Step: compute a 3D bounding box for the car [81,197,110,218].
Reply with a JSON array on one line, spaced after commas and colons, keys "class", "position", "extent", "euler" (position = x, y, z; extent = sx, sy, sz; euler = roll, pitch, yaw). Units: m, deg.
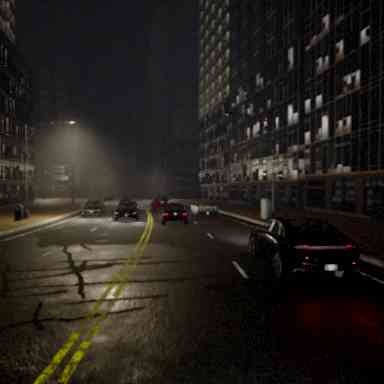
[{"class": "car", "position": [-8.961, 1.488, 30.650], "extent": [1.837, 1.490, 4.892], "euler": [0, 0, -8]}]

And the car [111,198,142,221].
[{"class": "car", "position": [-5.154, 1.482, 26.762], "extent": [1.837, 1.490, 4.892], "euler": [0, 0, -7]}]

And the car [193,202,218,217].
[{"class": "car", "position": [1.055, 1.547, 30.971], "extent": [1.895, 1.301, 4.718], "euler": [0, 0, -8]}]

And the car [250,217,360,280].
[{"class": "car", "position": [3.023, 1.475, 9.902], "extent": [2.128, 1.511, 4.902], "euler": [0, 0, -3]}]

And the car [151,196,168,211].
[{"class": "car", "position": [-3.848, 1.291, 40.609], "extent": [2.097, 1.767, 4.553], "euler": [0, 0, -10]}]

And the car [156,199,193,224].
[{"class": "car", "position": [-1.398, 1.516, 24.608], "extent": [2.033, 1.411, 5.357], "euler": [0, 0, -7]}]

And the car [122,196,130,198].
[{"class": "car", "position": [-13.374, 1.442, 67.023], "extent": [2.033, 1.411, 5.357], "euler": [0, 0, -14]}]

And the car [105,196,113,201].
[{"class": "car", "position": [-17.894, 1.438, 71.727], "extent": [1.895, 1.301, 4.718], "euler": [0, 0, -14]}]
